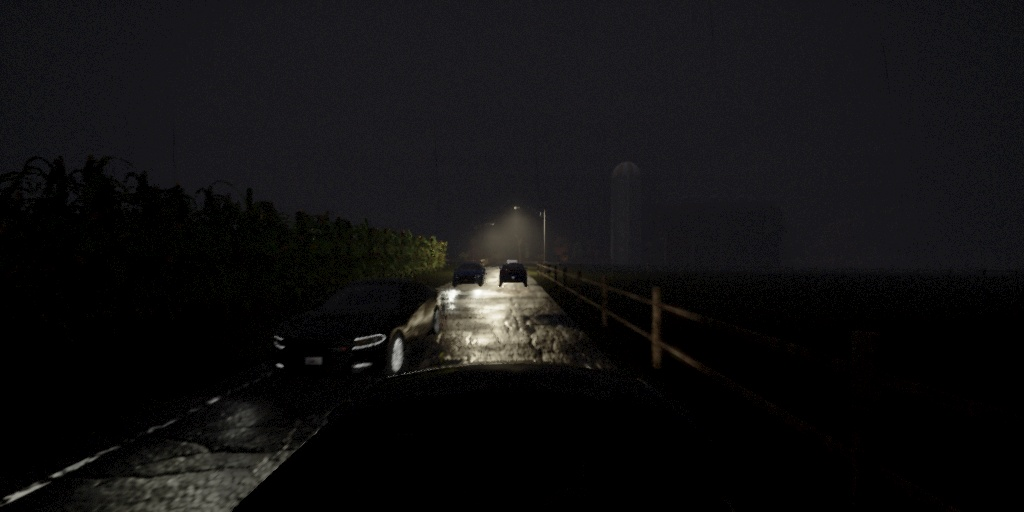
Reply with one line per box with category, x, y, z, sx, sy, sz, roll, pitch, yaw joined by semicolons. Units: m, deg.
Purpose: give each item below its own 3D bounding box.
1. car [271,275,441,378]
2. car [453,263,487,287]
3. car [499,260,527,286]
car;-2.828;1.222;7.626;1.882;1.535;5.008;0;0;0
car;-2.807;1.212;24.480;1.882;1.535;5.008;0;0;0
car;0.071;1.212;25.186;1.882;1.535;5.008;0;0;0
